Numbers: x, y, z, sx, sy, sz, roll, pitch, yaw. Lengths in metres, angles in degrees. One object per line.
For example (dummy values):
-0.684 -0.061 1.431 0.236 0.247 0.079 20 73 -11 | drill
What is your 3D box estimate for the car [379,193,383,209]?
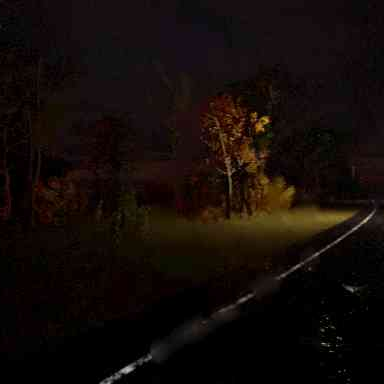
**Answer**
25.753 1.165 43.294 2.150 2.045 5.566 -2 -1 29 | car
